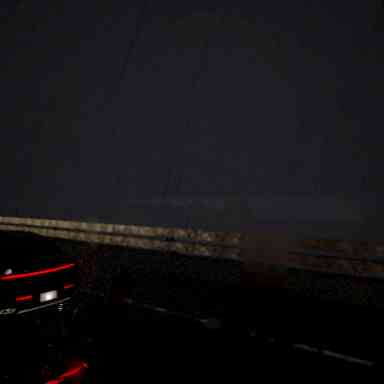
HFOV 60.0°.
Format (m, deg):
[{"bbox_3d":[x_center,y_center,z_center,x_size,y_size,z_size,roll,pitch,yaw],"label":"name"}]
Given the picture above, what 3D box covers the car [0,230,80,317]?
[{"bbox_3d":[-4.461,1.587,7.229,4.892,1.490,1.837,-1,0,36],"label":"car"}]
